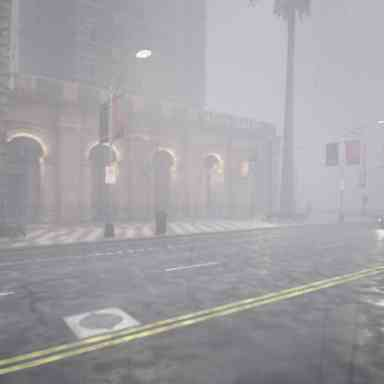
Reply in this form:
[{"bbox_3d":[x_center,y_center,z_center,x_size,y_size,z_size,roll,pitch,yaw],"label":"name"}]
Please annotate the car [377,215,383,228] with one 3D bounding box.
[{"bbox_3d":[15.151,1.830,23.411,5.357,1.411,2.033,1,0,-36],"label":"car"}]
